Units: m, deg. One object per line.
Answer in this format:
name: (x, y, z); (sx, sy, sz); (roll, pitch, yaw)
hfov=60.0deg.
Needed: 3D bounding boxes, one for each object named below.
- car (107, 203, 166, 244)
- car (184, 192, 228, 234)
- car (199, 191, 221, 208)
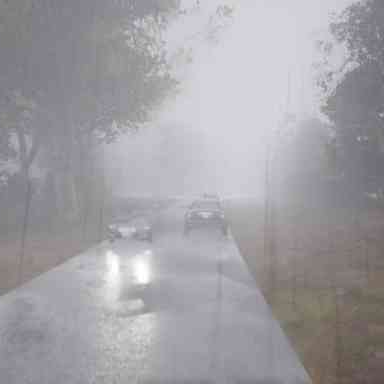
car: (-2.320, 1.296, 14.954); (2.128, 1.511, 4.902); (1, 1, 3)
car: (0.768, 1.109, 17.666); (2.097, 1.767, 4.553); (0, 1, 3)
car: (1.925, 0.728, 35.307); (2.128, 1.511, 4.902); (0, 2, 4)
